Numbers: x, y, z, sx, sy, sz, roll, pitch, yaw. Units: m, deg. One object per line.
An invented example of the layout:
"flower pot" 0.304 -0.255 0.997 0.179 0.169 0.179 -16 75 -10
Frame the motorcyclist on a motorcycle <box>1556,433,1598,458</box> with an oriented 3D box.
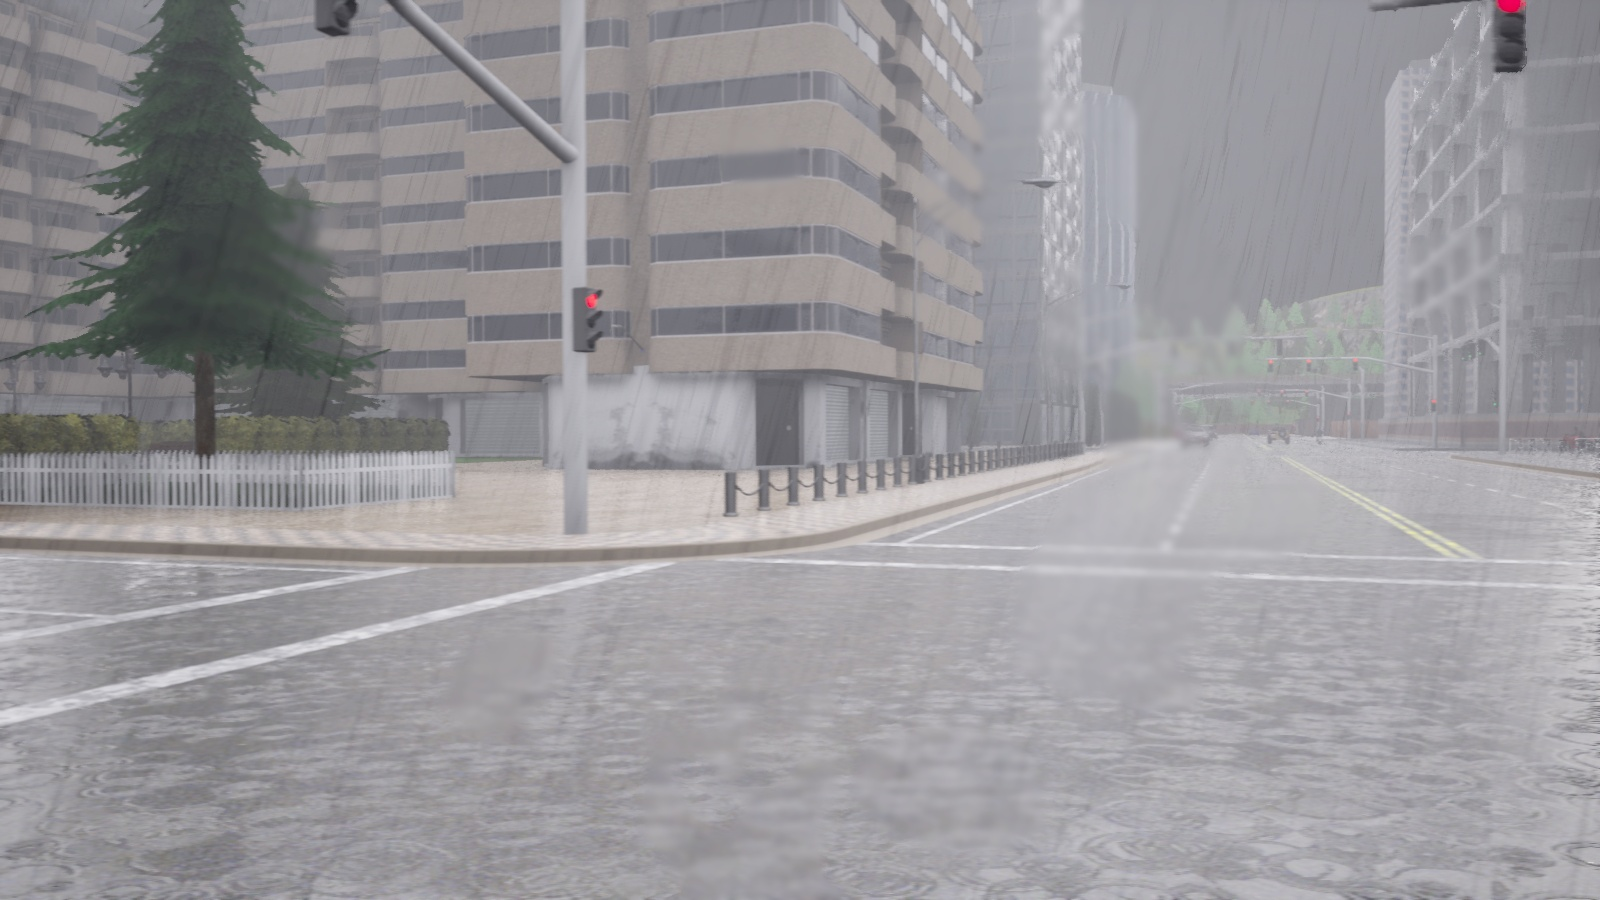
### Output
"motorcyclist on a motorcycle" 48.035 -0.310 77.637 2.044 1.523 0.797 1 1 19
